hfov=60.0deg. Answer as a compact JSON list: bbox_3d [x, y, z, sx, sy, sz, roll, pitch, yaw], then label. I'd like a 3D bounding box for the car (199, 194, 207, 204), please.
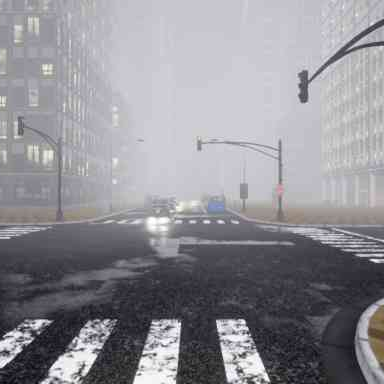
[{"bbox_3d":[2.796,1.313,63.616,2.192,1.841,5.009,0,0,0],"label":"car"}]

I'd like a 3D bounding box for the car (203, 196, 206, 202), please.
[{"bbox_3d":[2.693,1.544,41.462,1.887,1.381,4.507,0,0,0],"label":"car"}]

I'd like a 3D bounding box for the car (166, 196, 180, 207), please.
[{"bbox_3d":[-3.044,1.477,53.233,1.882,1.535,5.008,0,0,1],"label":"car"}]

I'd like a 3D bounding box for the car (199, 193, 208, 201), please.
[{"bbox_3d":[2.922,1.309,85.773,2.192,1.841,5.009,0,0,0],"label":"car"}]

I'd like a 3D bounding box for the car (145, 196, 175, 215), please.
[{"bbox_3d":[-3.176,1.491,33.311,2.128,1.511,4.902,0,0,-1],"label":"car"}]

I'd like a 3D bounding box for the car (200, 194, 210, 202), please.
[{"bbox_3d":[2.859,1.312,74.695,2.192,1.841,5.009,0,0,0],"label":"car"}]

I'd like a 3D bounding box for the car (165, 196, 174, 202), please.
[{"bbox_3d":[-5.491,1.578,80.281,1.802,1.307,4.206,0,0,0],"label":"car"}]

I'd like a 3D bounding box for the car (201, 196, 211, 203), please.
[{"bbox_3d":[2.826,1.542,69.155,1.887,1.381,4.507,0,0,0],"label":"car"}]

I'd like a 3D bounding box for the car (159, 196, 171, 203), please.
[{"bbox_3d":[-5.554,1.548,69.201,2.008,1.369,4.403,0,0,0],"label":"car"}]

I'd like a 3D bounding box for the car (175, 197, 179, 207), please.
[{"bbox_3d":[-3.112,1.547,43.096,2.033,1.411,5.357,0,0,0],"label":"car"}]

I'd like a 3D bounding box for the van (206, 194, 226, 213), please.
[{"bbox_3d":[2.752,1.341,35.923,1.690,1.788,3.998,0,0,0],"label":"van"}]

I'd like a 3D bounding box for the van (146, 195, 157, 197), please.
[{"bbox_3d":[-5.679,1.341,47.045,1.690,1.788,3.998,0,0,0],"label":"van"}]

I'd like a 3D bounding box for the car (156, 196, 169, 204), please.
[{"bbox_3d":[-5.585,1.564,63.663,1.947,1.339,4.313,0,0,0],"label":"car"}]
